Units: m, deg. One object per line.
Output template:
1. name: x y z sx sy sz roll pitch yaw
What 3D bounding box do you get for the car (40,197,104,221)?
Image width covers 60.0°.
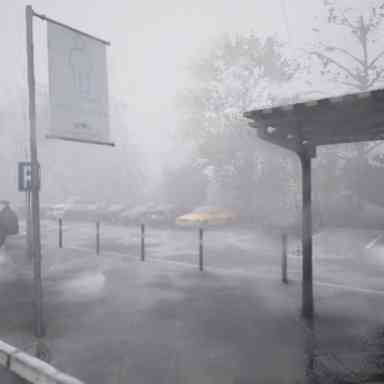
1. car: -10.198 1.465 29.992 2.435 2.045 5.566 -1 0 36

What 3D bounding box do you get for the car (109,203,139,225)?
1. car: -3.403 1.641 25.174 2.231 1.521 4.892 -1 0 36

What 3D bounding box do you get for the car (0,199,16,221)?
1. car: -16.846 1.782 35.010 1.946 1.575 5.366 -1 0 36

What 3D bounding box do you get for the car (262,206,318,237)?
1. car: 5.606 1.568 18.686 2.163 1.488 4.792 -1 0 36

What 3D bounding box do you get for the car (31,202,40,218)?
1. car: -12.439 1.743 31.623 2.231 1.521 4.892 -1 0 36

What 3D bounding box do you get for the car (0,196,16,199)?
1. car: -23.746 1.577 39.683 2.435 2.045 5.566 0 0 36

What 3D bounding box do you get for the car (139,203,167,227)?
1. car: -1.133 1.644 23.578 2.163 1.488 4.792 -1 0 36

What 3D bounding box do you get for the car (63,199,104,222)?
1. car: -7.919 1.691 28.403 2.097 1.535 5.008 -1 0 36

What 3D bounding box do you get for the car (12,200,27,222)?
1. car: -14.698 1.765 33.240 2.097 1.535 5.008 -1 0 36

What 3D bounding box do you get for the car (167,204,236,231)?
1. car: 0.999 1.586 21.789 1.946 1.575 5.366 -1 0 36

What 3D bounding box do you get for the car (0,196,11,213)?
1. car: -25.971 1.586 41.345 2.435 2.045 5.566 0 0 36

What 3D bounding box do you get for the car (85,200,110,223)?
1. car: -5.661 1.665 26.788 2.097 1.535 5.008 -1 0 36
